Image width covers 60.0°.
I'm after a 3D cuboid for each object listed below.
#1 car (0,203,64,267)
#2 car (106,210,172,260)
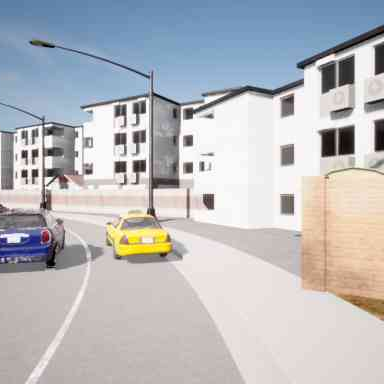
[{"bbox_3d":[-5.555,1.352,11.238,2.097,1.767,4.553,0,0,-17],"label":"car"},{"bbox_3d":[-2.194,1.457,12.607,1.801,1.575,5.366,0,0,-19],"label":"car"}]
